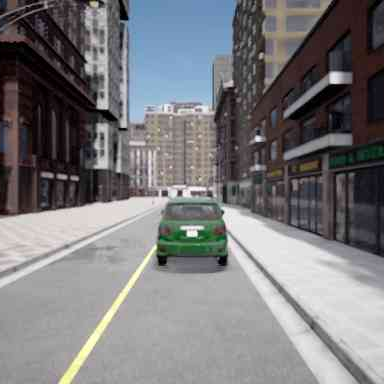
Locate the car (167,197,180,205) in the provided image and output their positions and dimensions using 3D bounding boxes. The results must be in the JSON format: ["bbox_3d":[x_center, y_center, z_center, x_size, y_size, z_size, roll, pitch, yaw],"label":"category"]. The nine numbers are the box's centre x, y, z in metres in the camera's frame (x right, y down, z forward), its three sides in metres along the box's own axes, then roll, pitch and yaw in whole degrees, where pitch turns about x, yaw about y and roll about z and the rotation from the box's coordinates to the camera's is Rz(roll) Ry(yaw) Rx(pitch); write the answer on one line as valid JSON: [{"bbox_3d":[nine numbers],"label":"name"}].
[{"bbox_3d":[-3.149,1.560,57.345,1.895,1.301,4.718,0,0,0],"label":"car"}]

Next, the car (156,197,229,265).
[{"bbox_3d":[0.026,1.222,11.799,2.150,2.045,5.566,0,0,0],"label":"car"}]

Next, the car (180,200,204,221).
[{"bbox_3d":[0.024,1.504,27.997,1.837,1.490,4.892,0,0,0],"label":"car"}]
